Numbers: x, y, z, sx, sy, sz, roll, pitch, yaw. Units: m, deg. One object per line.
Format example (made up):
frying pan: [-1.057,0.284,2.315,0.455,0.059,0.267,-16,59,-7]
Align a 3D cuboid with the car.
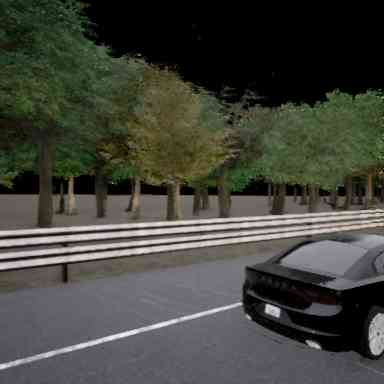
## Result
car: [3.154,1.499,6.063,5.008,1.535,1.882,0,0,-35]
